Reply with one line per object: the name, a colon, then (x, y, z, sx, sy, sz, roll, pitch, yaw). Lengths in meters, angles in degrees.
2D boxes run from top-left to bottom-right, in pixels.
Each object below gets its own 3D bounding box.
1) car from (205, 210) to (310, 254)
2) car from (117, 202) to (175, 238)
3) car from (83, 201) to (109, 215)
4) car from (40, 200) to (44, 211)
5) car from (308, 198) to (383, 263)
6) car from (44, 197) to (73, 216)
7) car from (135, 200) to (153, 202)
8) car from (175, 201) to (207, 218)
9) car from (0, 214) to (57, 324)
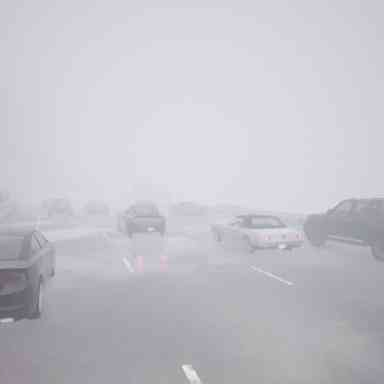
car: (2.412, 1.601, 13.687, 1.895, 1.301, 4.718, 0, 0, -19)
car: (-2.786, 1.491, 17.668, 2.128, 1.511, 4.902, 0, 0, -21)
car: (-9.732, 1.563, 33.597, 1.994, 1.385, 4.181, 0, 0, -26)
car: (-17.387, 1.547, 40.695, 2.033, 1.411, 5.357, 0, 0, -29)
car: (6.568, 1.221, 12.356, 2.150, 2.045, 5.566, 0, 0, -18)
car: (-12.601, 1.352, 31.572, 2.097, 1.767, 4.553, 0, 0, -26)
car: (-4.536, 1.505, 30.830, 1.837, 1.490, 4.892, 0, 0, -25)
car: (-0.429, 1.547, 30.339, 2.033, 1.411, 5.357, 0, 0, -24)
car: (-4.046, 1.478, 7.050, 1.882, 1.535, 5.008, 0, 0, -18)
